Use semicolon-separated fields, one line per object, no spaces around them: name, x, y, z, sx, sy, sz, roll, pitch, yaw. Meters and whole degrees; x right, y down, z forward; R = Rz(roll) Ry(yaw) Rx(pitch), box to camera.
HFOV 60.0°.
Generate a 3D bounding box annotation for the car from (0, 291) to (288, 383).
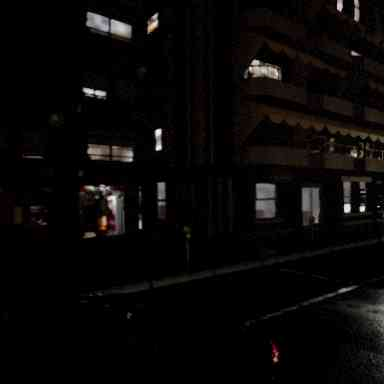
car;-1.162;1.609;2.505;4.181;1.385;1.994;0;-1;-36
